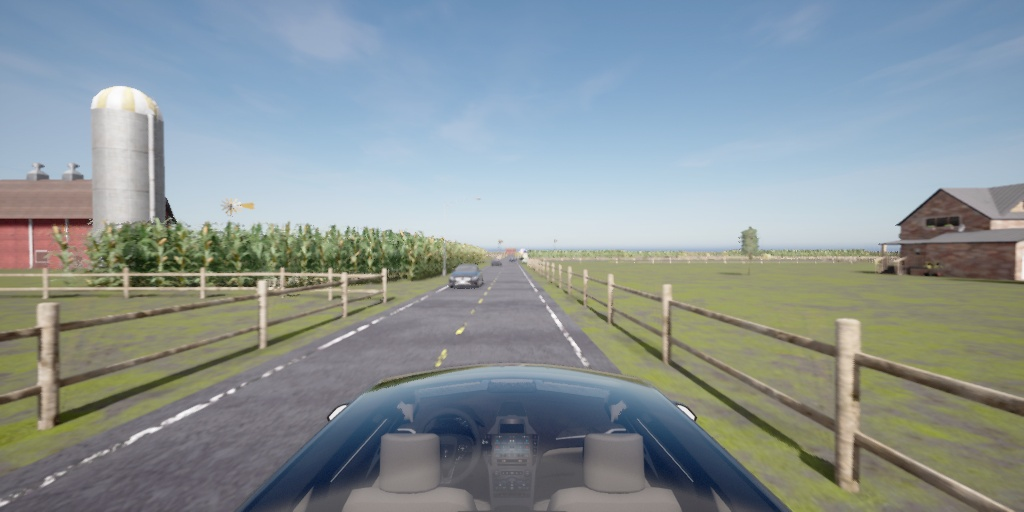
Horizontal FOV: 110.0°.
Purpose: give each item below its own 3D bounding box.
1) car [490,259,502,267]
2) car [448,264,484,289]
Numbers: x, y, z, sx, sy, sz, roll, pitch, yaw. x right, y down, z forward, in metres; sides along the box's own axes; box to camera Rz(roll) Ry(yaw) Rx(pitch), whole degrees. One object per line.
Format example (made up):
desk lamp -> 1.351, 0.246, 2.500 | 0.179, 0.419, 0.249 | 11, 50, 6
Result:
car -> -2.766, 1.179, 64.117 | 1.994, 1.385, 4.181 | 0, 0, 1
car -> -2.845, 1.239, 22.989 | 1.812, 1.442, 4.674 | 0, 0, 0
